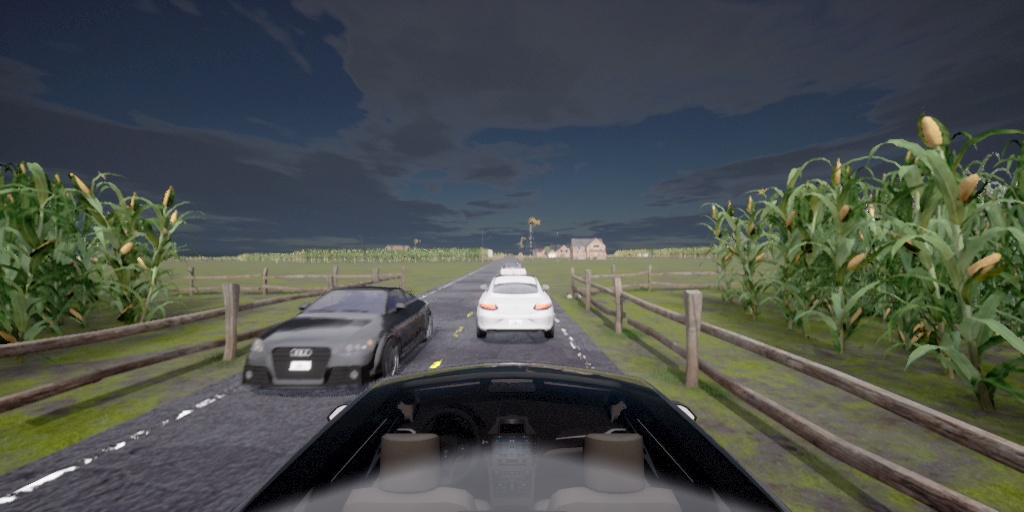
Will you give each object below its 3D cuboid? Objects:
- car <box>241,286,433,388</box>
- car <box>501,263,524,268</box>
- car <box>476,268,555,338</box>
[{"bbox_3d":[-2.854,1.284,6.831,1.994,1.385,4.181,0,0,0],"label":"car"},{"bbox_3d":[0.074,1.203,28.333,1.895,1.301,4.718,0,0,-1],"label":"car"},{"bbox_3d":[0.079,1.228,9.863,1.812,1.442,4.674,0,0,0],"label":"car"}]
